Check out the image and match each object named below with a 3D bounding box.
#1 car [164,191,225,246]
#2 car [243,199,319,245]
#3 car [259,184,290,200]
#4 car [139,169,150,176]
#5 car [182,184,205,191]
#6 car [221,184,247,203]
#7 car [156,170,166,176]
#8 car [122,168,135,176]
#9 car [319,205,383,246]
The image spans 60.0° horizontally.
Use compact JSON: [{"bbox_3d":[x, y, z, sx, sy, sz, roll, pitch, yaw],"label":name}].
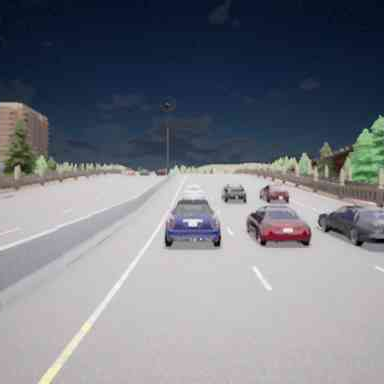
[{"bbox_3d":[0.044,1.064,14.032,2.097,1.767,4.553,0,3,0],"label":"car"},{"bbox_3d":[3.546,1.268,14.209,1.994,1.385,4.181,0,3,0],"label":"car"},{"bbox_3d":[7.127,0.057,28.890,1.812,1.442,4.674,0,6,0],"label":"car"},{"bbox_3d":[-10.137,-4.143,71.232,1.837,1.490,4.892,0,6,0],"label":"car"},{"bbox_3d":[0.127,0.058,28.922,1.812,1.442,4.674,0,6,0],"label":"car"},{"bbox_3d":[3.630,-0.004,29.194,2.128,1.511,4.902,0,6,0],"label":"car"},{"bbox_3d":[-6.637,-4.046,71.191,1.895,1.301,4.718,0,6,0],"label":"car"},{"bbox_3d":[-13.637,-4.290,71.267,2.097,1.767,4.553,0,6,0],"label":"car"},{"bbox_3d":[7.042,1.264,13.916,2.033,1.411,5.357,0,3,0],"label":"car"}]
